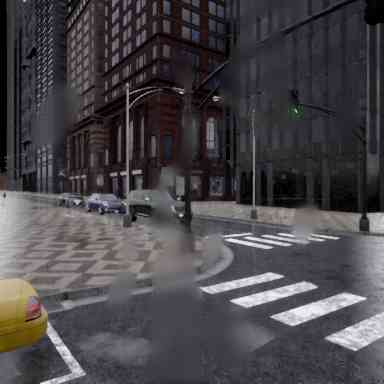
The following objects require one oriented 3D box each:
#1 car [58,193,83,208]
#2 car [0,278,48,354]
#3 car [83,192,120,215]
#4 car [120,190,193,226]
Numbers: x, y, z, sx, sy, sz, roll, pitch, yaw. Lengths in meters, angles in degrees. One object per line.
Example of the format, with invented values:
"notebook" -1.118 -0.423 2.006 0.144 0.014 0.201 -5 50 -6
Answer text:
"car" -13.146 0.826 36.087 2.128 1.511 4.902 0 1 -36
"car" -4.246 1.525 3.627 4.829 1.417 1.752 0 0 -35
"car" -7.129 0.872 27.684 2.097 1.767 4.553 0 1 -35
"car" -2.212 0.898 20.820 2.150 2.045 5.566 0 1 -36
